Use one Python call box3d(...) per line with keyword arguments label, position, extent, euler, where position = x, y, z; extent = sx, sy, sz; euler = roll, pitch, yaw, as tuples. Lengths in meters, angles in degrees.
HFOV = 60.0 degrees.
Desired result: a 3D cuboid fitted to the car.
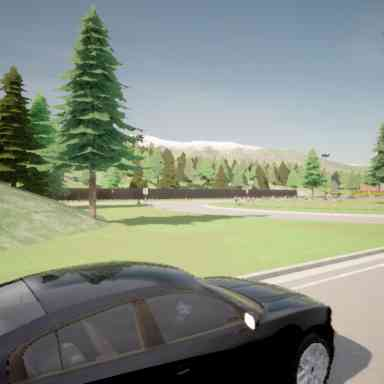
box3d(label="car", position=(-0.554, 1.477, 3.354), extent=(5.008, 1.535, 1.882), euler=(0, 0, -36))
